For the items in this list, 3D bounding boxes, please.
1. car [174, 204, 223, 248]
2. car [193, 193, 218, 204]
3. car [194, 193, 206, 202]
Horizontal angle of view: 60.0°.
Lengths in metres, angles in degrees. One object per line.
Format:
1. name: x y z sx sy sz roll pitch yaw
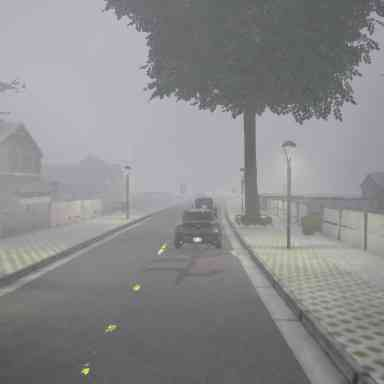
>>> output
1. car: 0.292 1.479 14.546 1.837 1.490 4.892 0 0 2
2. car: 1.166 1.223 29.432 2.097 1.767 4.553 0 1 4
3. car: 1.584 0.988 62.592 1.837 1.490 4.892 0 1 6
